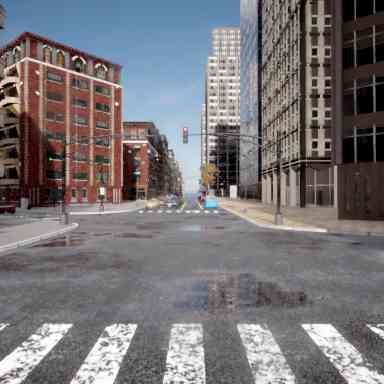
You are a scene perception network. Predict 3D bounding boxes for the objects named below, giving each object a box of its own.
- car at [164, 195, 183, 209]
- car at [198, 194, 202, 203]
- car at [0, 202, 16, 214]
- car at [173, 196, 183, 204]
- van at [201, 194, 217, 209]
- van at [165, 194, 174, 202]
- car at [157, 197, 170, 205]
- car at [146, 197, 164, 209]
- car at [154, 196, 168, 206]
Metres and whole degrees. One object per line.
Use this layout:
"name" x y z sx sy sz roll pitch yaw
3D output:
"car" -2.812 1.537 45.981 2.128 1.511 4.902 0 0 2
"car" 2.568 1.645 68.001 1.887 1.381 4.507 0 0 0
"car" -21.145 1.790 36.464 4.718 1.301 1.895 -1 -1 41
"car" -2.774 1.621 66.435 1.812 1.442 4.674 0 0 1
"van" 2.569 1.386 45.791 1.690 1.788 3.998 0 0 0
"van" -5.311 1.474 79.105 1.690 1.788 3.998 0 0 0
"car" -5.312 1.650 62.449 1.947 1.339 4.313 0 0 0
"car" -5.311 1.570 45.621 1.752 1.417 4.829 0 0 0
"car" -5.311 1.510 56.897 1.967 1.590 4.097 0 0 0
